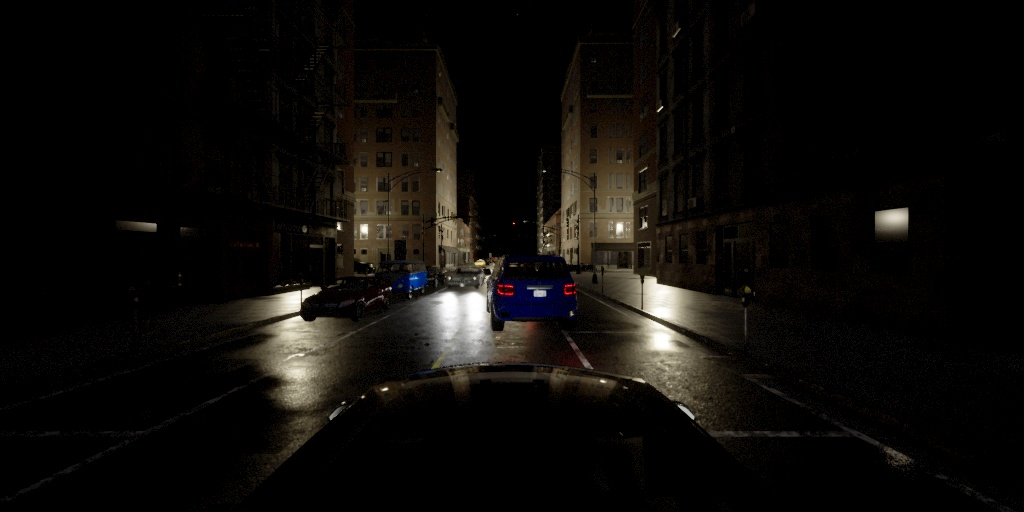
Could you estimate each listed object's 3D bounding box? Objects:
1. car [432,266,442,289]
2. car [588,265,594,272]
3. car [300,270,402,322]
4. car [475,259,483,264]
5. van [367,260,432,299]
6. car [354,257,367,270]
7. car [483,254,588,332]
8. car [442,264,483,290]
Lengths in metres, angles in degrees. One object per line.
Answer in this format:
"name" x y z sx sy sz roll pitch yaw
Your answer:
"car" -5.381 1.301 23.044 2.007 1.370 4.403 0 0 0
"car" 7.480 1.303 43.074 4.718 1.301 1.895 0 0 0
"car" -5.389 1.332 12.231 1.802 1.307 4.207 0 0 0
"car" -5.362 1.276 60.837 1.751 1.417 4.829 0 0 0
"van" -5.385 1.091 17.638 1.690 1.789 3.998 0 0 0
"car" -18.212 1.066 40.095 5.566 2.045 2.150 0 0 0
"car" 0.365 0.972 11.071 2.150 2.045 5.566 0 0 -6
"car" -2.806 1.351 22.489 1.895 1.301 4.718 0 0 1
